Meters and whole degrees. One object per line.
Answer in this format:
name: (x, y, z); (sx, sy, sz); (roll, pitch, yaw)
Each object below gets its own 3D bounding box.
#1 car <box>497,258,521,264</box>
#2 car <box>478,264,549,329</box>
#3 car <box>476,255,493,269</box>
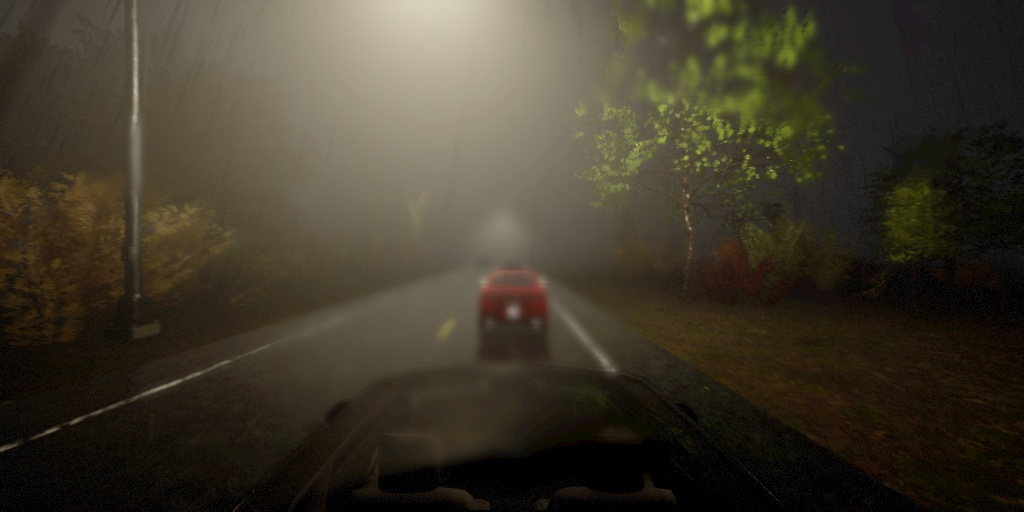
car: (-0.010, 1.140, 28.272); (1.837, 1.490, 4.892); (0, 1, 0)
car: (0.043, 1.186, 11.172); (1.882, 1.535, 5.008); (0, 0, 0)
car: (-3.996, 0.992, 51.171); (1.882, 1.535, 5.008); (0, 0, -3)
